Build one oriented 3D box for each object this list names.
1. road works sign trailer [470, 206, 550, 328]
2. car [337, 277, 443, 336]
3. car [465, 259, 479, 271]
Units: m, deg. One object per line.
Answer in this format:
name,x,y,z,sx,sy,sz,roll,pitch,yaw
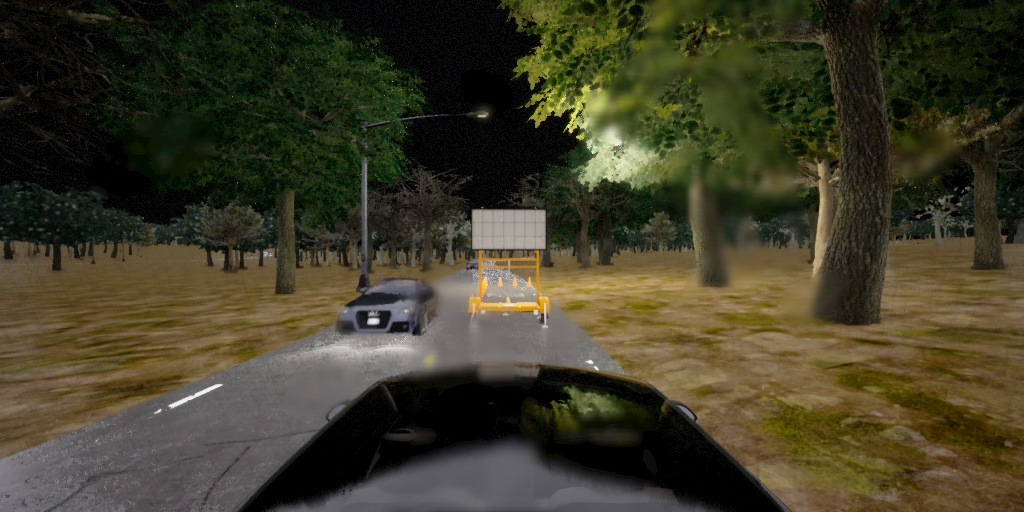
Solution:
road works sign trailer,-0.098,0.225,11.455,2.380,3.560,2.880,0,0,-2
car,-3.236,1.322,10.270,1.994,1.385,4.181,0,0,-1
car,-5.821,1.461,53.167,1.994,1.385,4.181,0,0,-5
